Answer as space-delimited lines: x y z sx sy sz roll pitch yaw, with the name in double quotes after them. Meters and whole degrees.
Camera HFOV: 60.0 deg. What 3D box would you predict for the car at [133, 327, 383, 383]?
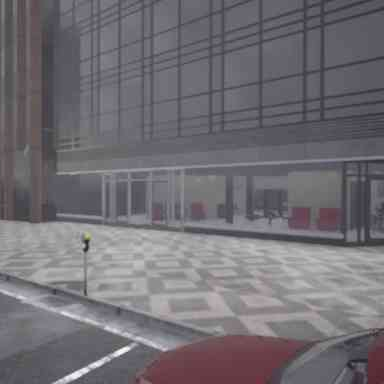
1.383 1.582 1.973 4.206 1.307 1.802 0 0 36 "car"
